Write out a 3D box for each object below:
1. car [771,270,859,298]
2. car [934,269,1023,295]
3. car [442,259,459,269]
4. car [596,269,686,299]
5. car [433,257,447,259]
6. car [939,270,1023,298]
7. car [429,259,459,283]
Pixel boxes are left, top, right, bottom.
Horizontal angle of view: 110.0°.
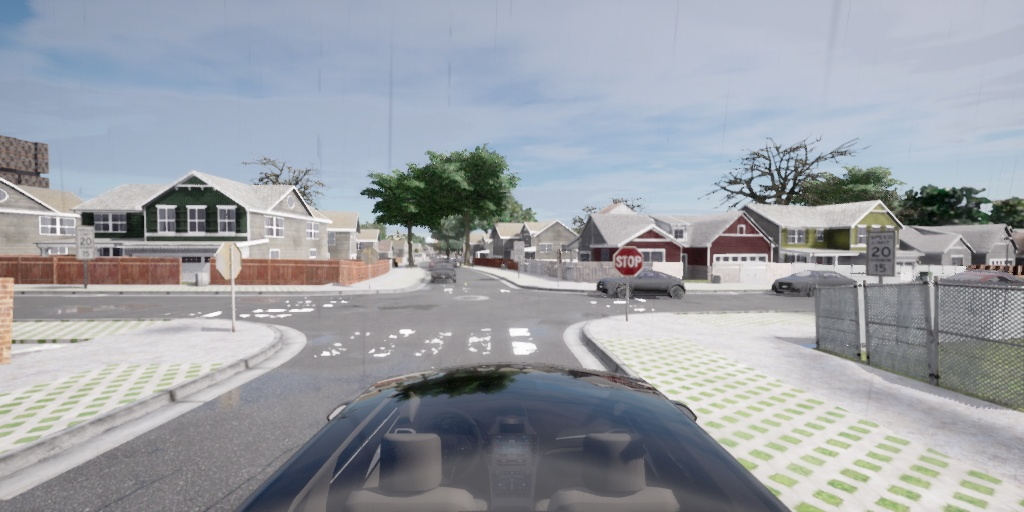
[{"bbox_3d":[16.583,1.483,19.656,4.181,1.385,1.994,1,1,-13],"label":"car"},{"bbox_3d":[30.260,1.617,23.034,5.357,1.411,2.033,1,1,-16],"label":"car"},{"bbox_3d":[-9.971,1.189,57.716,2.128,1.511,4.902,0,0,-17],"label":"car"},{"bbox_3d":[6.411,1.360,17.951,4.181,1.385,1.994,1,1,-5],"label":"car"},{"bbox_3d":[-9.826,1.075,47.425,2.097,1.767,4.553,0,0,-16],"label":"car"},{"bbox_3d":[24.188,1.586,18.400,4.674,1.442,1.812,1,1,-14],"label":"car"},{"bbox_3d":[-5.265,1.241,27.724,1.837,1.490,4.892,0,0,-10],"label":"car"}]
